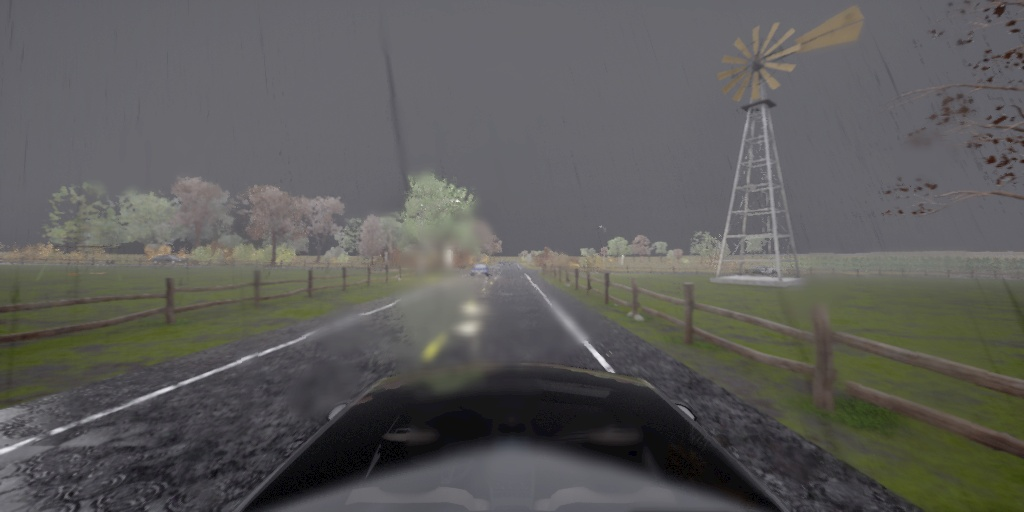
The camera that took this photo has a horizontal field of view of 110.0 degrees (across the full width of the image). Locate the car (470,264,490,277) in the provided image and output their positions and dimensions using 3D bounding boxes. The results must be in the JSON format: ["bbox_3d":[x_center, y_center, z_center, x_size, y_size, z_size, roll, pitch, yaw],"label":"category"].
[{"bbox_3d":[-3.529,1.626,41.011,1.812,1.442,4.674,0,-1,1],"label":"car"}]
